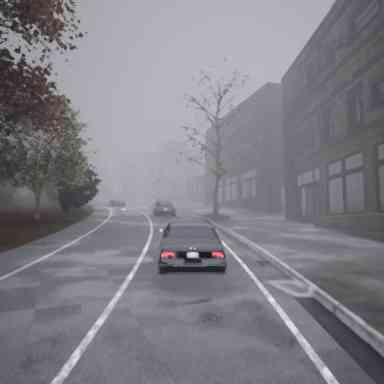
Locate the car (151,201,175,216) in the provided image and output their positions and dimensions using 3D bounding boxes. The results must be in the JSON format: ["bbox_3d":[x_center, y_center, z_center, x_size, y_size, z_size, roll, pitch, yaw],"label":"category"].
[{"bbox_3d":[-2.782,1.544,31.812,1.994,1.385,4.181,1,0,-12],"label":"car"}]

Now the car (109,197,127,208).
[{"bbox_3d":[-10.172,1.380,45.391,1.812,1.442,4.674,2,0,-20],"label":"car"}]

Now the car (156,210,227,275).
[{"bbox_3d":[-0.080,1.536,10.375,2.033,1.411,5.357,0,0,-2],"label":"car"}]
